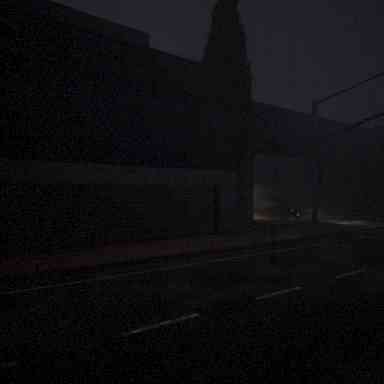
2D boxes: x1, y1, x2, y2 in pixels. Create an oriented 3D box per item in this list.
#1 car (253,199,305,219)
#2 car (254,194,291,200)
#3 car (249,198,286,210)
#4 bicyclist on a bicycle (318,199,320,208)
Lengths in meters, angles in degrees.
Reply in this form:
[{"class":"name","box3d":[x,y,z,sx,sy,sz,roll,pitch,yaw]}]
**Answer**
[{"class":"car","box3d":[7.632,1.601,29.727,1.895,1.301,4.718,0,0,-37]},{"class":"car","box3d":[8.695,1.221,34.158,2.150,2.045,5.566,0,0,-36]},{"class":"car","box3d":[9.996,1.526,44.422,1.812,1.442,4.674,0,0,-37]},{"class":"bicyclist on a bicycle","box3d":[16.223,1.303,43.263,1.656,1.620,0.582,0,0,-37]}]
